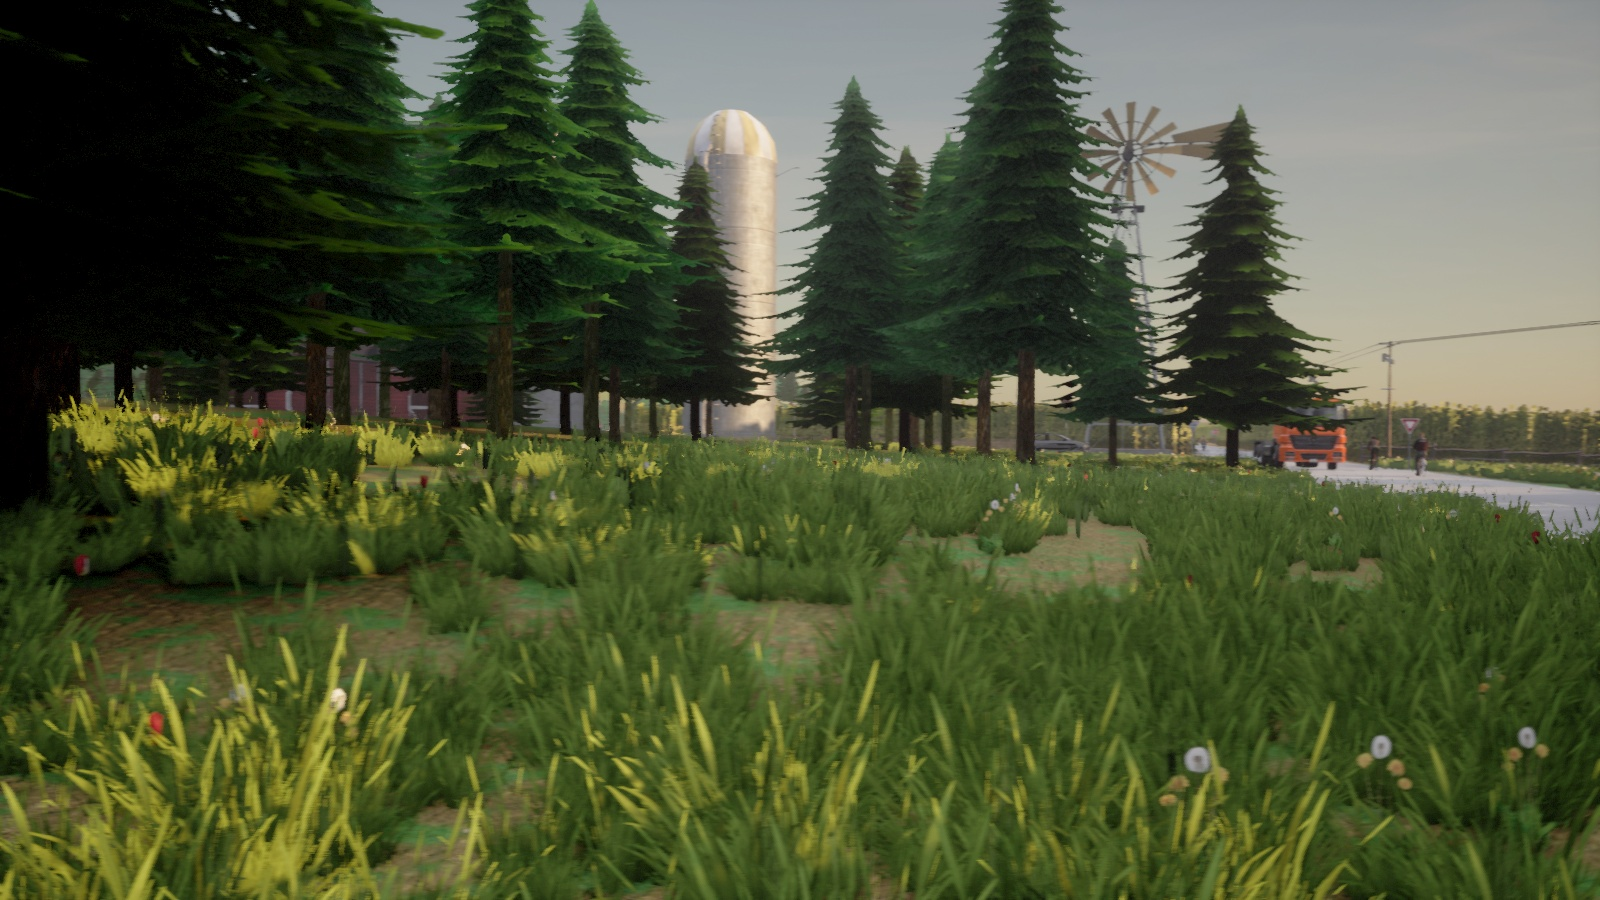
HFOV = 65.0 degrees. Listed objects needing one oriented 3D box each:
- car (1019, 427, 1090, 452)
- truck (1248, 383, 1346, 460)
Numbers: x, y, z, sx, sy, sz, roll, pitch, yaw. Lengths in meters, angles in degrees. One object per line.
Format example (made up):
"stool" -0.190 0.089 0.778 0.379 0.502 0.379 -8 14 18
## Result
"car" 15.688 -0.640 77.448 4.193 1.474 1.816 0 1 14
"truck" 24.146 -1.358 61.461 2.891 3.462 7.936 0 1 10
